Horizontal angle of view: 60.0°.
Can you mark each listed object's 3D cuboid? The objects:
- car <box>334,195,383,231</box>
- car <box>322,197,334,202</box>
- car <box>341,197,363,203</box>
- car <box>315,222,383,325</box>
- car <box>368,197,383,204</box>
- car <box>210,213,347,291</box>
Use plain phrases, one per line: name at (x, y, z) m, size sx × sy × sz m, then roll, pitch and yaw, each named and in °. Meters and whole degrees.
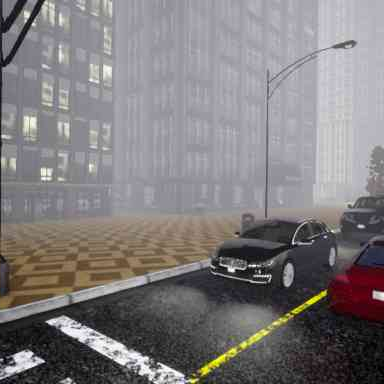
car at (9.491, 1.202, 17.020) m, size 2.150 × 2.045 × 5.566 m, roll 1°, pitch 1°, yaw 43°
car at (35.373, 1.860, 84.977) m, size 1.947 × 1.339 × 4.313 m, roll -1°, pitch 0°, yaw -34°
car at (38.521, 1.815, 80.316) m, size 1.947 × 1.339 × 4.313 m, roll -1°, pitch 0°, yaw -34°
car at (4.262, 1.568, 6.582) m, size 1.994 × 1.385 × 4.181 m, roll 1°, pitch 0°, yaw 41°
car at (37.875, 1.658, 66.302) m, size 2.008 × 1.369 × 4.403 m, roll -1°, pitch 0°, yaw -34°
car at (2.477, 1.477, 9.188) m, size 1.837 × 1.490 × 4.892 m, roll 1°, pitch 0°, yaw 41°
